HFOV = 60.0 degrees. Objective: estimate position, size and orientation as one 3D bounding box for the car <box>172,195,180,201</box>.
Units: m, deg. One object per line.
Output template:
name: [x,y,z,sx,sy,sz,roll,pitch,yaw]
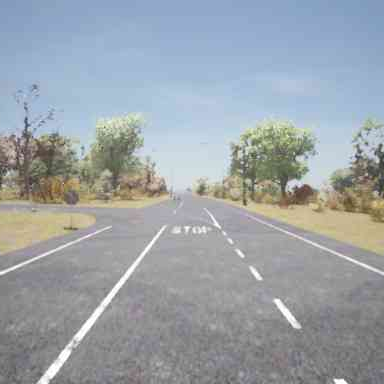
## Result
car: [-3.877,1.488,82.931,2.128,1.511,4.902,0,0,0]
